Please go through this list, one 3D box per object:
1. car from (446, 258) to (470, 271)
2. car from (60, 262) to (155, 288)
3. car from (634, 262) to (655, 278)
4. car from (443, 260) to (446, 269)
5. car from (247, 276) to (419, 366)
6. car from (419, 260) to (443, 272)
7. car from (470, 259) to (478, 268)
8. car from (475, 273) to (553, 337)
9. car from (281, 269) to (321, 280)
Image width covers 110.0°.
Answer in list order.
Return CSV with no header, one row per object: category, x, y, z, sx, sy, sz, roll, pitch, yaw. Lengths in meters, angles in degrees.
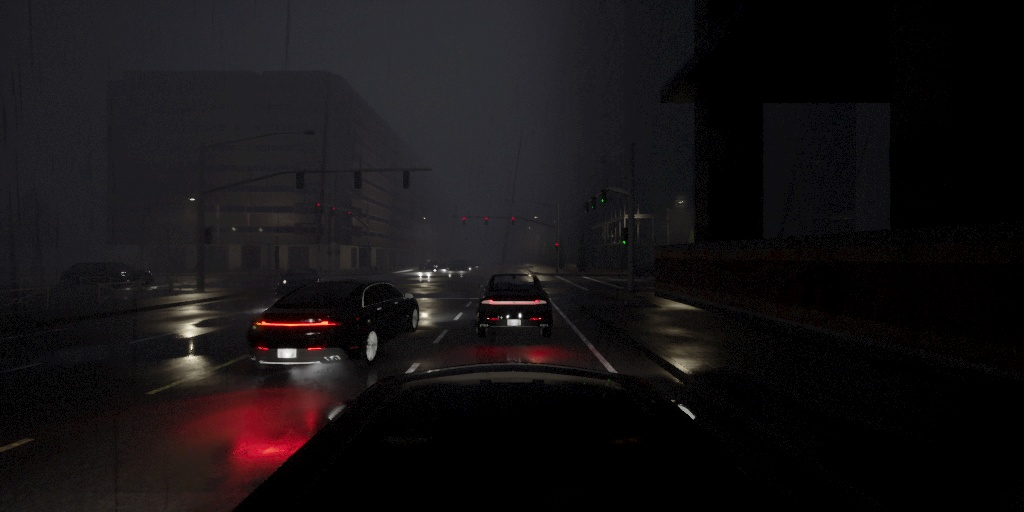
car,-7.512,1.228,50.310,1.882,1.535,5.008,0,0,0
car,-26.510,1.161,23.622,4.553,1.767,2.097,0,0,0
car,13.932,1.297,34.272,4.902,1.511,2.128,0,0,0
car,-10.979,1.351,56.882,1.895,1.301,4.718,0,0,1
car,-3.454,1.255,7.953,1.837,1.490,4.892,0,0,0
car,-11.005,1.242,47.538,2.128,1.511,4.902,0,0,0
car,-7.437,1.314,60.327,1.994,1.385,4.181,0,0,1
car,0.055,1.242,10.274,2.128,1.511,4.902,0,0,0
car,-11.535,1.363,19.677,1.895,1.301,4.718,0,-1,-31
